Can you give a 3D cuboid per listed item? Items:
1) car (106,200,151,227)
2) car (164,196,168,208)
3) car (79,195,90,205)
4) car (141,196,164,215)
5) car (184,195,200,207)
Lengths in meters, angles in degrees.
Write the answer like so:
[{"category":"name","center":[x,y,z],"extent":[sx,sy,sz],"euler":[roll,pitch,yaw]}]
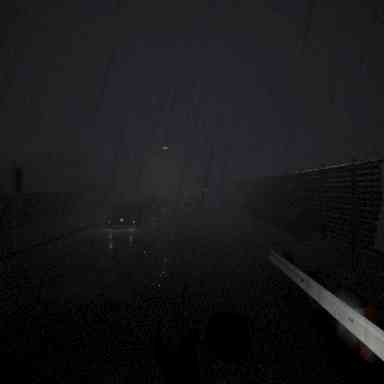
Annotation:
[{"category":"car","center":[-4.096,1.424,21.342],"extent":[1.994,1.385,4.181],"euler":[0,0,0]},{"category":"car","center":[-4.051,1.206,41.676],"extent":[1.882,1.535,5.008],"euler":[0,0,0]},{"category":"car","center":[-14.558,0.904,41.381],"extent":[3.633,1.501,1.845],"euler":[0,0,-3]},{"category":"car","center":[-4.089,1.272,31.413],"extent":[1.882,1.535,5.008],"euler":[0,0,0]},{"category":"car","center":[0.034,1.217,44.401],"extent":[1.837,1.490,4.892],"euler":[0,1,1]}]
